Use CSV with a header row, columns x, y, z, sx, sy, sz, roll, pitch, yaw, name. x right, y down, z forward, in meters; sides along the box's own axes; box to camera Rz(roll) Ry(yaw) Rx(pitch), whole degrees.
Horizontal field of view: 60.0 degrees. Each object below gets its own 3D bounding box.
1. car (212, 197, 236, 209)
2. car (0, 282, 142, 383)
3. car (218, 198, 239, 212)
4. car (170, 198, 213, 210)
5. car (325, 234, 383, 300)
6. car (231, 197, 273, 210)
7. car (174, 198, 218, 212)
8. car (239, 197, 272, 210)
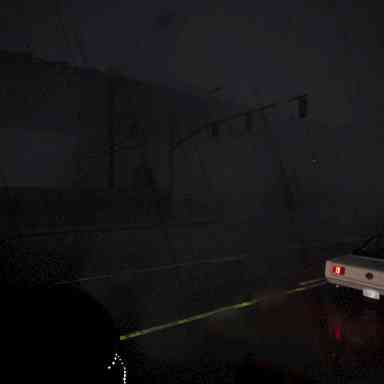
x,y,z,sx,sy,sz,roll,pitch,yaw,name
3.819,1.295,39.129,1.853,1.218,4.536,0,0,18,car
-3.003,1.221,1.607,5.566,2.045,2.150,0,0,-35,car
3.803,1.453,39.079,2.038,1.542,4.974,0,0,18,car
0.008,1.295,36.399,4.536,1.218,1.853,0,0,8,car
5.142,1.601,7.447,4.718,1.301,1.895,0,0,-35,car
7.712,1.453,42.840,4.974,1.542,2.038,0,0,-7,car
0.060,1.453,36.392,4.974,1.542,2.038,0,0,8,car
7.661,1.295,42.834,4.536,1.218,1.853,0,0,-7,car
